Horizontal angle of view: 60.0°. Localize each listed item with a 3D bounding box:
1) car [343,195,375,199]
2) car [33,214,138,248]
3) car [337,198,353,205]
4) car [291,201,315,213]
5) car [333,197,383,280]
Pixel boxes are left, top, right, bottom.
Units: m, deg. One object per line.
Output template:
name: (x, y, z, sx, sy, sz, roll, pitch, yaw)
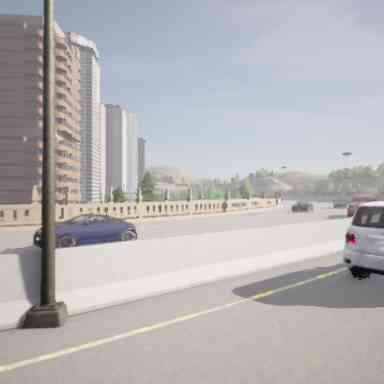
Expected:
car: (16.042, 1.337, 31.057, 2.150, 2.045, 5.566, 0, 0, 34)
car: (-4.399, 1.630, 14.109, 4.181, 1.385, 1.994, 0, 0, -39)
car: (31.428, 1.847, 68.542, 1.895, 1.301, 4.718, 0, 0, 11)
car: (13.254, 1.755, 39.613, 1.895, 1.301, 4.718, 0, 0, 31)
car: (6.185, 1.254, 9.044, 5.566, 2.045, 2.150, 0, 0, -41)
